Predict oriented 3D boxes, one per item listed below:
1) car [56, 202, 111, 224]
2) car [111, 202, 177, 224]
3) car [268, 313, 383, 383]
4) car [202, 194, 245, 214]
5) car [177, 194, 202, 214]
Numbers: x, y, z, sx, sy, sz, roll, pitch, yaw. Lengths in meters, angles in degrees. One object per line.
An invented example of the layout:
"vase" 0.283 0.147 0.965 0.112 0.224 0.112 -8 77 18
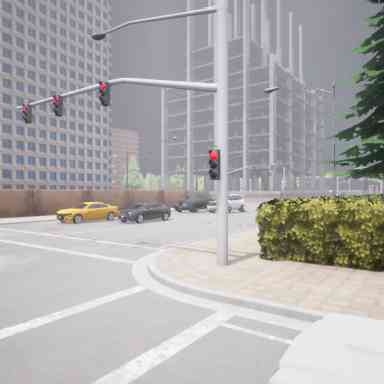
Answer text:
"car" -7.993 1.533 25.743 1.882 1.535 5.008 0 0 35
"car" -3.605 1.560 25.872 1.837 1.490 4.892 0 0 35
"car" 2.828 1.601 1.951 4.718 1.301 1.895 0 0 36
"car" 3.847 1.278 36.295 2.150 2.045 5.566 0 0 36
"car" 0.346 1.272 37.426 2.150 2.045 5.566 0 1 36
